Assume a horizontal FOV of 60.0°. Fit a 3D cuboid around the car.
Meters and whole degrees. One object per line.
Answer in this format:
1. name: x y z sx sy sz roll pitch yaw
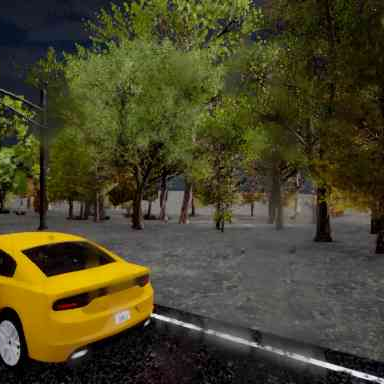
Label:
1. car: -2.922 1.444 5.765 5.008 1.535 1.882 1 0 35
